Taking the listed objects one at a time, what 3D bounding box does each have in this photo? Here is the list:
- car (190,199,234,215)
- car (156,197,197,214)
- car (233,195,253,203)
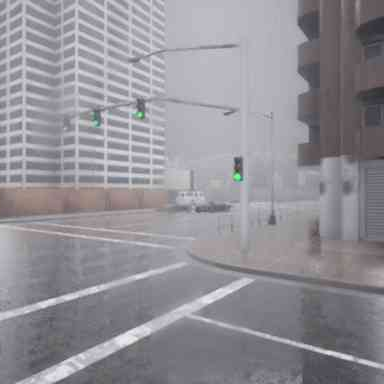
[{"bbox_3d":[2.212,1.615,34.949,1.895,1.301,4.718,0,0,35],"label":"car"},{"bbox_3d":[-1.848,1.542,35.238,1.812,1.442,4.674,0,0,35],"label":"car"},{"bbox_3d":[7.154,1.110,47.957,1.882,1.535,5.008,0,0,35],"label":"car"}]
